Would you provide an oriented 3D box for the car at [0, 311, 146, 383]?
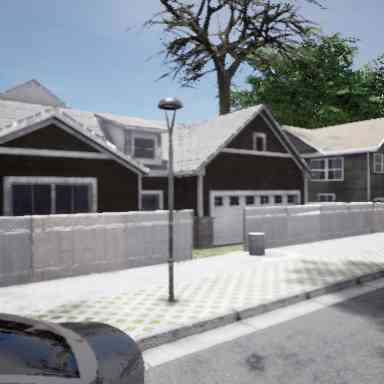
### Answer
[{"bbox_3d":[-2.449,1.505,1.300,4.892,1.490,1.837,0,0,-35],"label":"car"}]
